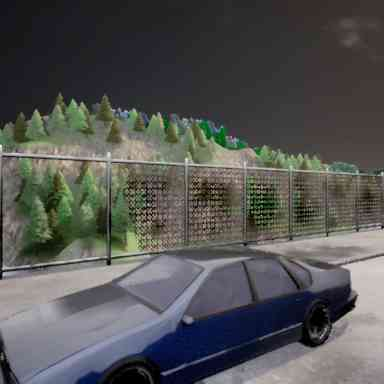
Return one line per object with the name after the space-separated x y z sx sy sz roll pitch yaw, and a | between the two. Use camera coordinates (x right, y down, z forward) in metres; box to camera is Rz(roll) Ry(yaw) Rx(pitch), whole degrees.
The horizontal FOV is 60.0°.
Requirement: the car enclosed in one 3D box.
0.241 1.547 4.772 5.357 1.411 2.033 0 0 -35 | car
